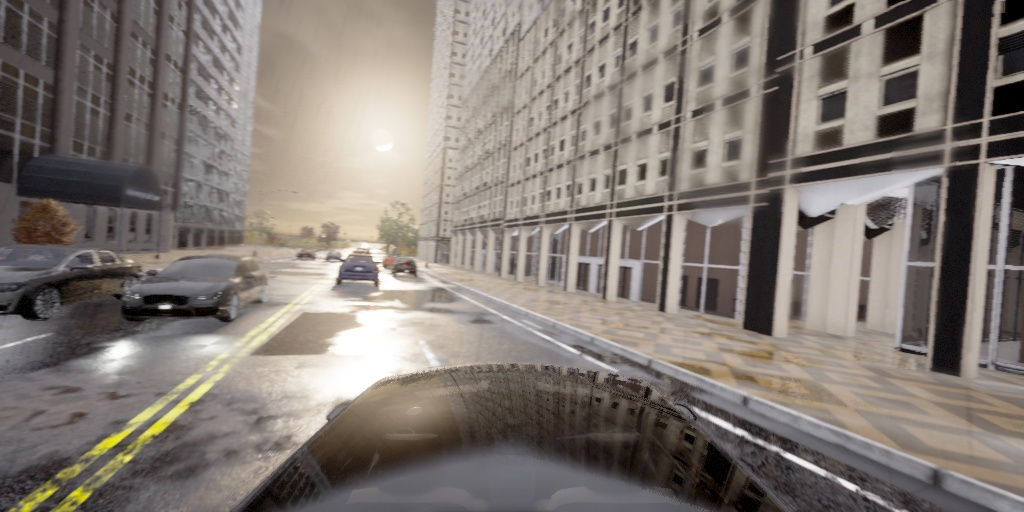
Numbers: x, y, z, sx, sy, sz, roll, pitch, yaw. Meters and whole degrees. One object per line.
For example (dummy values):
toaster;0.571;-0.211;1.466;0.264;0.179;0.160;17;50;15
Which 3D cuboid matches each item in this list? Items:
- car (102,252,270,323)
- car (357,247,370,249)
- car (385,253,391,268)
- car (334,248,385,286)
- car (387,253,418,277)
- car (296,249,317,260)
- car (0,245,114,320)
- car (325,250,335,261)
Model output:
car;-7.947;0.741;9.541;1.837;1.490;4.892;4;-1;-22
car;-18.508;-0.003;44.536;2.150;2.045;5.566;4;0;-22
car;-13.765;0.449;41.443;2.097;1.767;4.553;4;-1;-22
car;-8.688;0.637;20.483;2.097;1.767;4.553;4;0;-22
car;-8.878;0.858;29.468;1.837;1.490;4.892;4;-1;-22
car;-26.340;-0.192;46.054;1.895;1.301;4.718;4;-1;-22
car;-11.020;0.491;8.494;2.128;1.511;4.902;4;-1;-22
car;-23.169;-0.003;46.872;2.033;1.411;5.357;4;-1;-22
